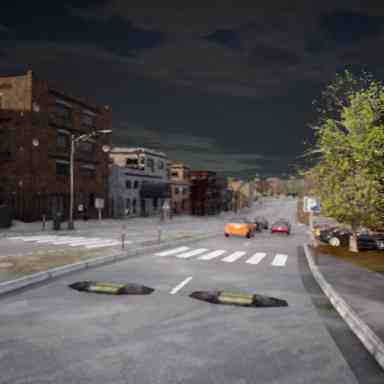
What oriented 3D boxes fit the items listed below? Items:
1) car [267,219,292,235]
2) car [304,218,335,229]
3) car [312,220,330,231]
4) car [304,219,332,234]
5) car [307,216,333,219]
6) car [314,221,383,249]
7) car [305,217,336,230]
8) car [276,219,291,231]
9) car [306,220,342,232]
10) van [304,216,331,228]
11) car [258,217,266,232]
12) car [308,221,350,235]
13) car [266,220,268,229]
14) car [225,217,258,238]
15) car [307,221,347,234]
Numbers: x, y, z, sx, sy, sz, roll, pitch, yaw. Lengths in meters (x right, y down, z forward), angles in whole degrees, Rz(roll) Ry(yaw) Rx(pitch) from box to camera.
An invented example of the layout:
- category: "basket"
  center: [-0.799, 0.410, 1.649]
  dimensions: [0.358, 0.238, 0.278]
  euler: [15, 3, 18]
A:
- category: "car"
  center: [9.907, 3.994, 37.250]
  dimensions: [1.994, 1.385, 4.181]
  euler: [1, -3, 17]
- category: "car"
  center: [21.909, 5.446, 57.368]
  dimensions: [4.892, 1.521, 2.231]
  euler: [1, -3, 17]
- category: "car"
  center: [12.179, 3.315, 25.846]
  dimensions: [5.008, 1.535, 2.097]
  euler: [1, -4, 17]
- category: "car"
  center: [14.438, 3.888, 33.776]
  dimensions: [5.366, 1.575, 1.946]
  euler: [1, -3, 17]
- category: "car"
  center: [16.210, 4.140, 38.984]
  dimensions: [4.553, 1.767, 2.185]
  euler: [1, -3, 17]
- category: "car"
  center: [11.367, 3.118, 23.220]
  dimensions: [4.892, 1.521, 2.231]
  euler: [1, -4, 17]
- category: "car"
  center: [21.115, 5.170, 54.875]
  dimensions: [4.553, 1.767, 2.185]
  euler: [1, -3, 17]
- category: "car"
  center: [12.989, 4.616, 47.214]
  dimensions: [1.837, 1.490, 4.892]
  euler: [1, -3, 17]
- category: "car"
  center: [19.507, 4.990, 49.472]
  dimensions: [4.792, 1.488, 2.163]
  euler: [1, -3, 17]
- category: "van"
  center: [22.624, 5.370, 60.042]
  dimensions: [4.442, 1.987, 1.878]
  euler: [1, -3, 17]
- category: "car"
  center: [6.985, 3.890, 38.757]
  dimensions: [2.128, 1.511, 4.902]
  euler: [1, -4, 18]
- category: "car"
  center: [17.043, 4.483, 41.600]
  dimensions: [4.674, 1.452, 2.002]
  euler: [1, -3, 17]
- category: "car"
  center: [9.746, 4.360, 47.712]
  dimensions: [2.097, 1.767, 4.553]
  euler: [1, -3, 17]
- category: "car"
  center: [4.373, 3.114, 29.929]
  dimensions: [2.097, 1.767, 4.553]
  euler: [1, -4, 17]
- category: "car"
  center: [17.858, 4.659, 44.224]
  dimensions: [4.674, 1.452, 2.002]
  euler: [1, -3, 17]
